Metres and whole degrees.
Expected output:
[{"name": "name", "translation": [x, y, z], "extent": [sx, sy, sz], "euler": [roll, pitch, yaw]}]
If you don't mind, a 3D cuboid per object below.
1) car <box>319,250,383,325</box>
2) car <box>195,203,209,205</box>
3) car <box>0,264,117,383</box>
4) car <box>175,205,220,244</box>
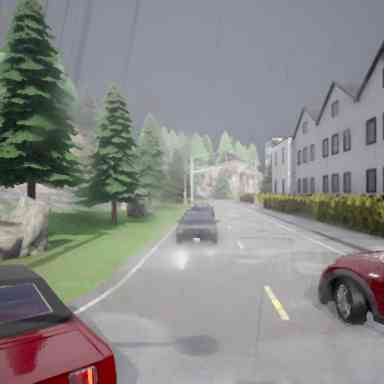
[{"name": "car", "translation": [4.185, 1.351, 4.893], "extent": [2.097, 1.767, 4.553], "euler": [1, 0, -28]}, {"name": "car", "translation": [0.837, 1.600, 26.868], "extent": [1.994, 1.385, 4.181], "euler": [0, 0, 3]}, {"name": "car", "translation": [-2.812, 1.612, 4.181], "extent": [1.895, 1.301, 4.718], "euler": [0, 0, -39]}, {"name": "car", "translation": [0.316, 1.567, 16.331], "extent": [2.033, 1.411, 5.357], "euler": [0, 0, 3]}]
